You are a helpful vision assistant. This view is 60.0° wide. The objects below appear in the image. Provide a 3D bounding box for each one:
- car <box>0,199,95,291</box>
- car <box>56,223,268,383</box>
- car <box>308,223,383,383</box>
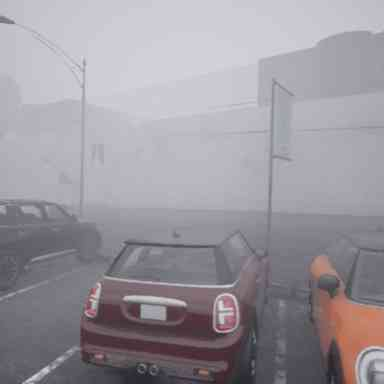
[{"bbox_3d":[-4.725,1.211,9.203,2.435,2.045,5.566,0,-1,16],"label":"car"},{"bbox_3d":[0.148,1.350,5.656,2.185,1.767,4.553,0,-1,16],"label":"car"},{"bbox_3d":[2.614,1.362,3.973,2.185,1.767,4.553,1,0,15],"label":"car"}]
